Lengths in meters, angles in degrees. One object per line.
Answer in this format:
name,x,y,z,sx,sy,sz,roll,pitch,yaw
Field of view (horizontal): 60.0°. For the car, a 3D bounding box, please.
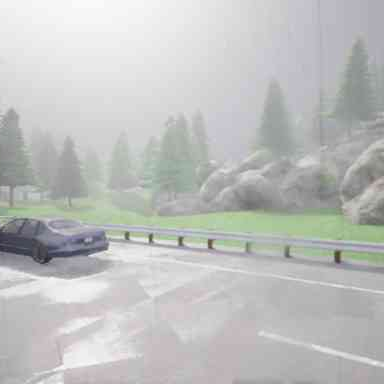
car,-5.312,1.525,11.624,5.357,1.411,2.033,0,0,32
